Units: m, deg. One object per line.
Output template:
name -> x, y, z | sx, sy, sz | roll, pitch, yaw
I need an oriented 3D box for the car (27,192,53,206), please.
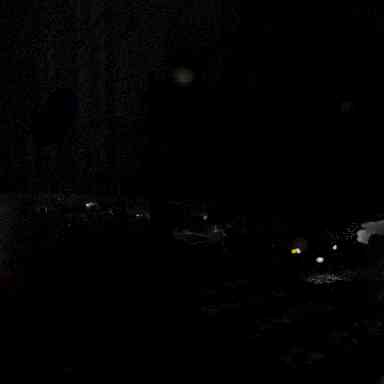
car -> -21.821, 1.158, 47.383 | 2.128, 1.511, 4.902 | -1, 1, -36

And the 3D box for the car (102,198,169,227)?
car -> -3.933, 1.403, 22.351 | 2.128, 1.511, 4.902 | -1, 1, -36

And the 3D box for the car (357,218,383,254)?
car -> 8.079, 1.495, 11.233 | 1.812, 1.442, 4.674 | -1, 1, -36

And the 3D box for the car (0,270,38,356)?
car -> -4.186, 1.545, 3.665 | 4.507, 1.381, 1.887 | 0, -1, -36

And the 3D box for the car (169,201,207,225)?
car -> -0.593, 1.365, 23.270 | 2.128, 1.511, 4.902 | -1, 1, -36

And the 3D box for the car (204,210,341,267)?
car -> 2.621, 1.553, 11.928 | 2.033, 1.411, 5.357 | 0, 0, -23

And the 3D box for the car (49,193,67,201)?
car -> -26.123, 0.988, 64.677 | 2.033, 1.411, 5.357 | -1, 1, -36

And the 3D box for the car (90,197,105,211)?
car -> -9.972, 1.292, 36.326 | 2.033, 1.411, 5.357 | -1, 1, -35

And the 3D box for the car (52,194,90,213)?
car -> -12.517, 1.270, 34.299 | 1.882, 1.535, 5.008 | -1, 1, -36
